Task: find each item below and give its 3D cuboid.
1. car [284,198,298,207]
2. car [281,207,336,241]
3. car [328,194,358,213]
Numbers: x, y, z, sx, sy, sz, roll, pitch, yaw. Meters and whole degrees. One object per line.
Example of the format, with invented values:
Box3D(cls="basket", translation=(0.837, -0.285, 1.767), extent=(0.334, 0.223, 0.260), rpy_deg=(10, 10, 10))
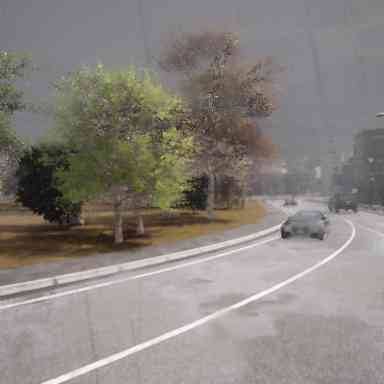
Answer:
Box3D(cls="car", translation=(16.986, 1.775, 57.200), extent=(1.994, 1.385, 4.181), rpy_deg=(-1, 0, 11))
Box3D(cls="car", translation=(6.060, 1.682, 17.391), extent=(1.994, 1.385, 4.181), rpy_deg=(-1, -1, 29))
Box3D(cls="car", translation=(17.148, 1.284, 37.966), extent=(2.150, 2.045, 5.566), rpy_deg=(-1, 0, 12))
